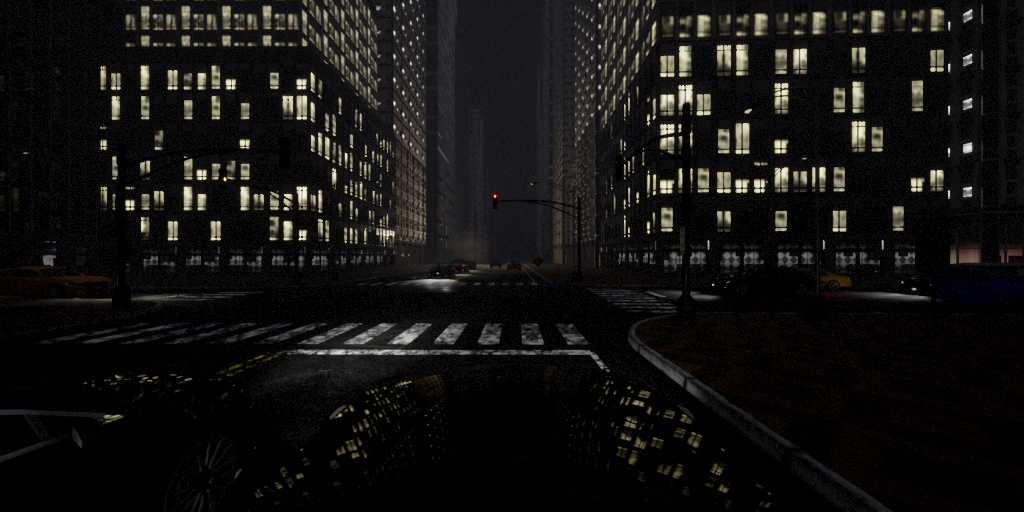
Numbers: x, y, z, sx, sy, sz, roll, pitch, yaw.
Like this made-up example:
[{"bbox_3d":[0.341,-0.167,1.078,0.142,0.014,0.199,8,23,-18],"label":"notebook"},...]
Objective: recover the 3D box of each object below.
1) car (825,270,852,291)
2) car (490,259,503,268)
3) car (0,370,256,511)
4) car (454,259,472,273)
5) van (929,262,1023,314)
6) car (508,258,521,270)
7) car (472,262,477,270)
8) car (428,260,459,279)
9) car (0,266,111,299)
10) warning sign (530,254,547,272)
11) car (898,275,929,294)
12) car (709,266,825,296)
[{"bbox_3d":[17.166,1.295,21.295,4.829,1.417,1.751,0,0,2],"label":"car"},{"bbox_3d":[-2.896,1.369,63.777,1.837,1.490,4.892,0,0,0],"label":"car"},{"bbox_3d":[-3.154,1.241,1.148,2.128,1.511,4.902,0,0,0],"label":"car"},{"bbox_3d":[-6.430,1.154,43.342,2.097,1.767,4.553,0,0,0],"label":"car"},{"bbox_3d":[18.403,1.120,13.118,3.998,1.789,1.690,0,0,2],"label":"van"},{"bbox_3d":[0.308,1.318,52.883,2.128,1.511,4.902,0,0,0],"label":"car"},{"bbox_3d":[-6.383,1.378,53.839,2.033,1.411,5.357,0,0,0],"label":"car"},{"bbox_3d":[-6.471,1.345,33.345,1.994,1.385,4.181,0,0,0],"label":"car"},{"bbox_3d":[-22.322,1.237,17.166,5.008,1.535,1.882,0,0,0],"label":"car"},{"bbox_3d":[3.011,0.913,41.340,1.300,1.860,1.060,0,0,0],"label":"warning sign"},{"bbox_3d":[23.455,1.324,18.442,5.357,1.411,2.033,0,0,2],"label":"car"},{"bbox_3d":[13.055,1.274,18.861,4.892,1.490,1.837,0,0,2],"label":"car"}]
